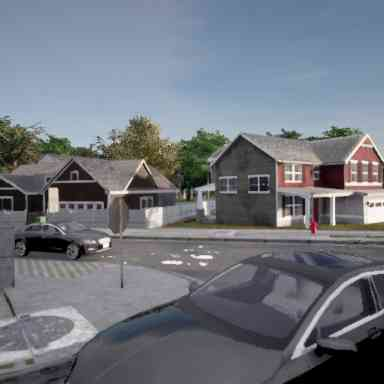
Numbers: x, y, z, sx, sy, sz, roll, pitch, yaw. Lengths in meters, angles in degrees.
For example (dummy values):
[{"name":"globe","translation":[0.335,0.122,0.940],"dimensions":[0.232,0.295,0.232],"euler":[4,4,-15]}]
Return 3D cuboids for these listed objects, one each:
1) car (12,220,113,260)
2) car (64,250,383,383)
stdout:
[{"name":"car","translation":[-5.856,2.028,14.800],"dimensions":[4.902,1.511,2.128],"euler":[-2,0,22]},{"name":"car","translation":[1.153,1.491,3.689],"dimensions":[4.902,1.511,2.128],"euler":[0,0,-35]}]
